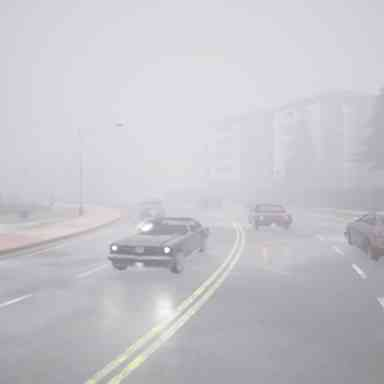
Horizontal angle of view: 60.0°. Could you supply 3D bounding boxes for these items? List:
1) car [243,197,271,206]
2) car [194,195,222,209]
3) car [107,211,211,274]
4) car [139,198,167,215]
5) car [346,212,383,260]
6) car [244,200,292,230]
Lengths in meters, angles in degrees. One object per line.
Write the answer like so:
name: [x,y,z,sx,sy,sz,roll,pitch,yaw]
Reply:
car: [6.630,1.176,32.790,1.895,1.301,4.718,-1,1,-12]
car: [1.672,1.086,37.205,2.128,1.511,4.902,-1,1,-19]
car: [-0.772,1.503,10.544,1.895,1.301,4.718,-1,1,15]
car: [-3.009,1.267,25.705,2.128,1.511,4.902,-1,1,-7]
car: [6.681,1.360,11.393,1.994,1.385,4.181,-1,1,13]
car: [4.332,1.347,19.239,1.895,1.301,4.718,-1,1,4]
